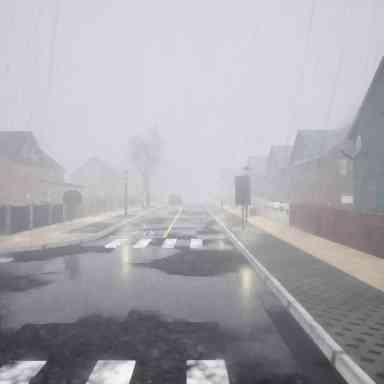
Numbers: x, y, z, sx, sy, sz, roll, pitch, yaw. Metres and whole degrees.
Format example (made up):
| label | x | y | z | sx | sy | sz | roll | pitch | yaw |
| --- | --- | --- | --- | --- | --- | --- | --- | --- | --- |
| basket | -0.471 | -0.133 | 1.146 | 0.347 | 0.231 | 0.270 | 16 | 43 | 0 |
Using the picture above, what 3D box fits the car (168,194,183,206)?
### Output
| label | x | y | z | sx | sy | sz | roll | pitch | yaw |
| --- | --- | --- | --- | --- | --- | --- | --- | --- | --- |
| car | -2.750 | 1.359 | 56.865 | 2.150 | 2.045 | 5.566 | 0 | 0 | 0 |
